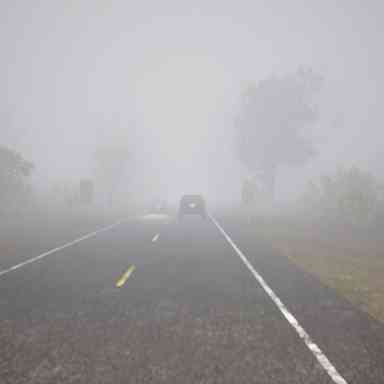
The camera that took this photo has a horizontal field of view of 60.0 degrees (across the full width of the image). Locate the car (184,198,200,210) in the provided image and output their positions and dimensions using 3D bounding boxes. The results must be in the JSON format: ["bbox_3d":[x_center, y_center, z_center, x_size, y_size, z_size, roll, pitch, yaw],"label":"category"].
[{"bbox_3d":[0.039,1.558,43.622,1.994,1.385,4.181,0,0,0],"label":"car"}]

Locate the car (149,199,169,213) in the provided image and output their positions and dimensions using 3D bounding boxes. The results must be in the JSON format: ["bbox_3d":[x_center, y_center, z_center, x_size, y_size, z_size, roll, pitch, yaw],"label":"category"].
[{"bbox_3d":[-3.551,1.479,36.732,2.128,1.511,4.902,0,0,0],"label":"car"}]

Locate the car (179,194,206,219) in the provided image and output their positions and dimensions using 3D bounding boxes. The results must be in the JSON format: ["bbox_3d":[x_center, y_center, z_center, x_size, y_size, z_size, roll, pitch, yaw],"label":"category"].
[{"bbox_3d":[0.033,1.202,28.680,2.150,2.045,5.566,0,0,0],"label":"car"}]
